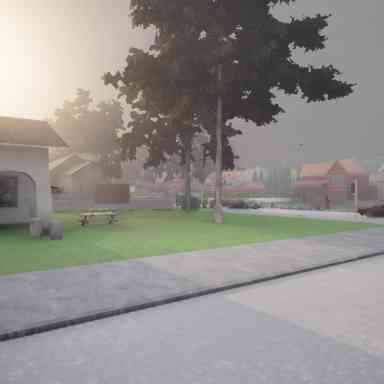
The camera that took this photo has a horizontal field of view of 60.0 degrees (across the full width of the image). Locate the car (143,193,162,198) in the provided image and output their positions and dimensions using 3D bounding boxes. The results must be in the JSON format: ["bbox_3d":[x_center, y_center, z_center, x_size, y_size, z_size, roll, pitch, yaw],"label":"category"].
[{"bbox_3d":[-6.394,1.478,59.292,1.882,1.535,5.008,0,0,-35],"label":"car"}]

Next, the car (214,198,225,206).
[{"bbox_3d":[5.191,1.547,50.216,2.033,1.411,5.357,0,0,-36],"label":"car"}]

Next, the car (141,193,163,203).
[{"bbox_3d":[-8.307,1.215,68.990,2.150,2.045,5.566,0,-1,-36],"label":"car"}]

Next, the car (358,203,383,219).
[{"bbox_3d":[16.426,1.601,27.308,1.895,1.301,4.718,0,0,-35],"label":"car"}]

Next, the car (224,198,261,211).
[{"bbox_3d":[6.459,1.564,41.259,1.994,1.385,4.181,0,0,-36],"label":"car"}]

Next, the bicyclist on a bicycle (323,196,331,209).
[{"bbox_3d":[16.758,1.349,41.316,1.656,1.620,0.582,0,0,-36],"label":"bicyclist on a bicycle"}]
